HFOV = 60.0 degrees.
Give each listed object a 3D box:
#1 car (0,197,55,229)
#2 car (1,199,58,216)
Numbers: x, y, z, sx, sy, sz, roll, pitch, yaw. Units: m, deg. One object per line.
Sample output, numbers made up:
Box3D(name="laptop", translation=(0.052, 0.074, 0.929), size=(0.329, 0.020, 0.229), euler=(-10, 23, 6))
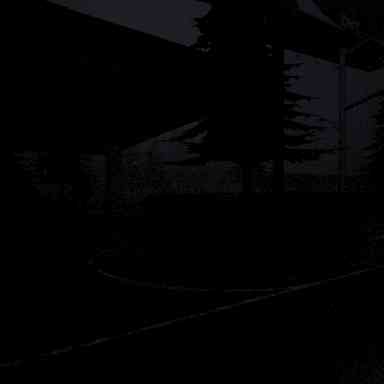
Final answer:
Box3D(name="car", translation=(-11.886, 1.313, 23.526), size=(3.866, 1.878, 1.905), euler=(0, 0, -36))
Box3D(name="car", translation=(-16.395, 1.491, 33.714), size=(4.902, 1.511, 2.128), euler=(0, 0, -35))
